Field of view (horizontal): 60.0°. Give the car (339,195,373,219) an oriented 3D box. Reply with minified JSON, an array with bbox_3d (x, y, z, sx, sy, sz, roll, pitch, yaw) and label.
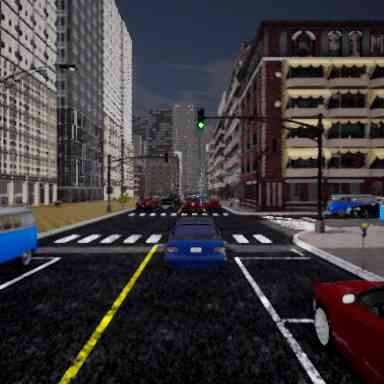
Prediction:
[{"bbox_3d":[14.760,1.259,26.227,4.902,1.511,2.128,-1,0,0],"label":"car"}]

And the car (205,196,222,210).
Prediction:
[{"bbox_3d":[2.693,1.554,41.243,1.887,1.381,4.507,0,0,0],"label":"car"}]

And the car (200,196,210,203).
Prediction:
[{"bbox_3d":[2.697,1.598,68.881,1.947,1.339,4.313,0,0,0],"label":"car"}]

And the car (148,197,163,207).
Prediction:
[{"bbox_3d":[-5.686,1.561,52.300,1.887,1.381,4.507,0,0,0],"label":"car"}]

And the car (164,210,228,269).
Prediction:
[{"bbox_3d":[0.102,1.546,11.110,2.033,1.411,5.357,0,0,0],"label":"car"}]

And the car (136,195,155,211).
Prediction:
[{"bbox_3d":[-5.689,1.324,41.245,2.192,1.841,5.009,0,0,0],"label":"car"}]

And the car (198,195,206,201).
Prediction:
[{"bbox_3d":[2.702,1.607,90.991,1.887,1.381,4.507,0,0,0],"label":"car"}]

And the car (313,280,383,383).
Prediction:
[{"bbox_3d":[2.686,1.544,3.329,1.887,1.381,4.507,0,0,0],"label":"car"}]

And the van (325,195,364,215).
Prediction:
[{"bbox_3d":[13.713,1.112,28.796,3.998,1.788,1.690,-1,1,0],"label":"van"}]

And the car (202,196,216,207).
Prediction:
[{"bbox_3d":[2.694,1.456,52.297,1.967,1.590,4.097,0,0,0],"label":"car"}]

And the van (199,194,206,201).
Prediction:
[{"bbox_3d":[2.700,1.395,85.463,1.690,1.788,3.998,0,0,0],"label":"van"}]

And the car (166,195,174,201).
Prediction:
[{"bbox_3d":[-5.679,1.599,85.466,1.887,1.381,4.507,0,0,0],"label":"car"}]

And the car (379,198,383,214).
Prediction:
[{"bbox_3d":[19.147,1.221,28.831,4.829,1.417,1.752,-1,1,0],"label":"car"}]

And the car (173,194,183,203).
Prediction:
[{"bbox_3d":[-2.988,1.386,71.807,2.097,1.767,4.553,0,0,0],"label":"car"}]

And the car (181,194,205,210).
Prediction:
[{"bbox_3d":[0.106,1.359,37.481,2.097,1.767,4.553,0,0,0],"label":"car"}]

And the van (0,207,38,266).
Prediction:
[{"bbox_3d":[-5.694,1.340,8.854,1.690,1.788,3.998,0,0,0],"label":"van"}]

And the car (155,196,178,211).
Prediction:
[{"bbox_3d":[-3.081,1.535,40.921,1.812,1.442,4.674,0,1,0],"label":"car"}]

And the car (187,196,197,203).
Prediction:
[{"bbox_3d":[0.014,1.588,73.627,1.994,1.385,4.181,0,0,0],"label":"car"}]

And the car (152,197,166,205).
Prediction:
[{"bbox_3d":[-5.685,1.586,57.828,1.947,1.339,4.313,0,0,0],"label":"car"}]

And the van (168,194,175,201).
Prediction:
[{"bbox_3d":[-5.679,1.403,90.994,1.690,1.788,3.998,0,0,0],"label":"van"}]

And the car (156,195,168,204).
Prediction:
[{"bbox_3d":[-5.684,1.466,63.356,1.967,1.590,4.097,0,0,0],"label":"car"}]

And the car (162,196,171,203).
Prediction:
[{"bbox_3d":[-5.682,1.565,74.240,1.752,1.417,4.829,0,0,0],"label":"car"}]

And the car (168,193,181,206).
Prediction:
[{"bbox_3d":[-3.042,1.243,56.513,2.150,2.045,5.566,0,0,0],"label":"car"}]

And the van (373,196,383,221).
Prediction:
[{"bbox_3d":[13.733,1.151,20.416,3.998,1.788,1.690,-1,1,0],"label":"van"}]
